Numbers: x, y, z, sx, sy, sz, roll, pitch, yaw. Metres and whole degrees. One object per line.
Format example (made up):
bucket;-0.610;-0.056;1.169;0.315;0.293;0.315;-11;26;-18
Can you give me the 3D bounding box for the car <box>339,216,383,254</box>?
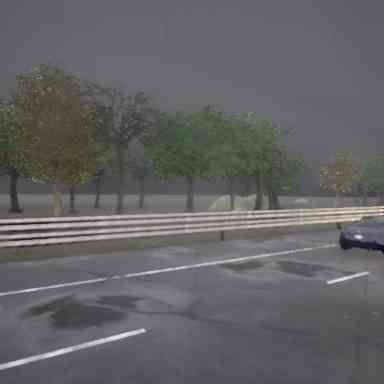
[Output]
car;7.998;1.702;13.864;4.181;1.385;1.994;1;0;-35
